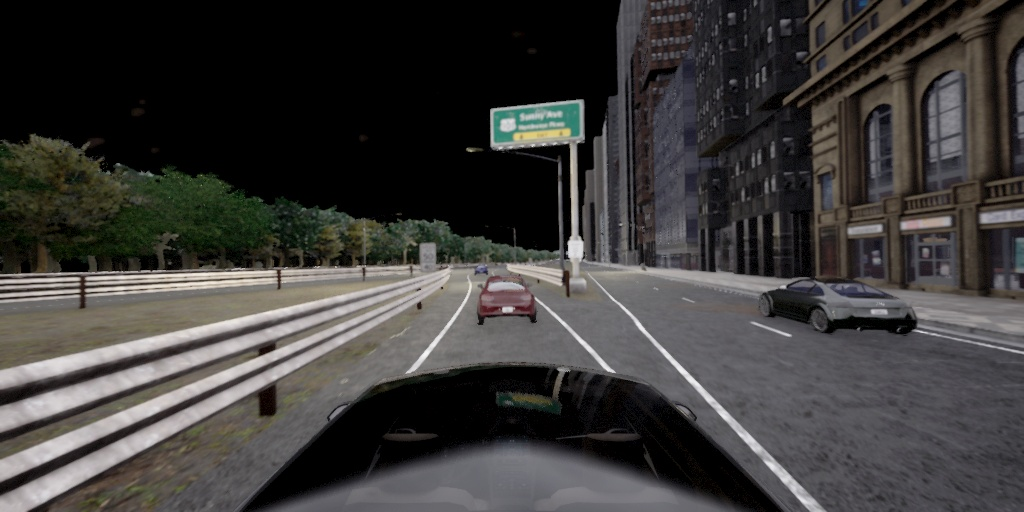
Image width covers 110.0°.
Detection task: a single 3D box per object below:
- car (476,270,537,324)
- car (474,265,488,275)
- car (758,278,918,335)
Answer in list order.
[{"bbox_3d":[-0.225,1.384,12.472,1.812,1.442,4.674,-1,-1,-2],"label":"car"},{"bbox_3d":[-4.270,1.932,50.098,1.812,1.442,4.674,-1,-1,-5],"label":"car"},{"bbox_3d":[9.218,1.343,10.637,1.994,1.385,4.181,-1,-1,10],"label":"car"}]
